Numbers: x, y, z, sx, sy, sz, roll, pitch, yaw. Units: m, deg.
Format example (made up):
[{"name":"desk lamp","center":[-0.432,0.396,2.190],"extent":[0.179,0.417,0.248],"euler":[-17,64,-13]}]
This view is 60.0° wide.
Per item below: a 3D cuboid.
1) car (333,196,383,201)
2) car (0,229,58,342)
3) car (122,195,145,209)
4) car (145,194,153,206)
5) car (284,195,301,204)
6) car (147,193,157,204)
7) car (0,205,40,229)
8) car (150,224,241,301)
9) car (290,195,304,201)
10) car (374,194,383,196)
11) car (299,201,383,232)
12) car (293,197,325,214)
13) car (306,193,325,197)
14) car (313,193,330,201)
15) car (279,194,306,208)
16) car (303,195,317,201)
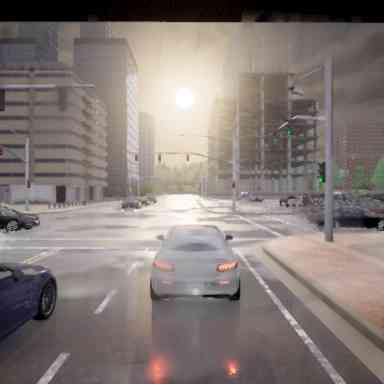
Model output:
[{"name":"car","center":[12.565,1.346,22.824],"extent":[4.553,1.767,2.097],"euler":[0,0,0]},{"name":"car","center":[-3.441,1.525,4.346],"extent":[1.812,1.442,4.674],"euler":[0,0,0]},{"name":"car","center":[-8.074,1.341,44.810],"extent":[2.097,1.767,4.553],"euler":[0,0,0]},{"name":"car","center":[-8.148,1.464,55.261],"extent":[1.882,1.535,5.008],"euler":[0,0,0]},{"name":"car","center":[18.599,1.380,61.700],"extent":[1.970,1.475,3.806],"euler":[0,0,0]},{"name":"car","center":[-8.183,1.205,65.841],"extent":[2.150,2.045,5.566],"euler":[0,0,-1]},{"name":"car","center":[-11.338,1.500,19.157],"extent":[4.892,1.490,1.837],"euler":[0,0,-1]},{"name":"car","center":[0.073,1.524,8.220],"extent":[1.812,1.442,4.674],"euler":[0,0,0]},{"name":"car","center":[24.299,1.376,76.827],"extent":[1.970,1.475,3.806],"euler":[0,0,0]},{"name":"car","center":[35.496,1.138,61.866],"extent":[1.932,1.855,4.605],"euler":[0,0,0]},{"name":"car","center":[9.186,1.487,19.343],"extent":[4.902,1.511,2.128],"euler":[0,0,0]},{"name":"car","center":[12.107,1.484,30.027],"extent":[4.902,1.511,2.128],"euler":[0,0,0]},{"name":"car","center":[15.972,1.145,44.220],"extent":[1.905,1.878,3.866],"euler":[0,0,0]},{"name":"car","center":[29.877,1.134,76.902],"extent":[1.932,1.855,4.605],"euler":[0,0,0]},{"name":"car","center":[13.077,1.142,44.262],"extent":[1.932,1.855,4.605],"euler":[0,0,0]},{"name":"car","center":[27.194,1.345,76.839],"extent":[1.784,1.438,3.905],"euler":[0,0,0]}]
